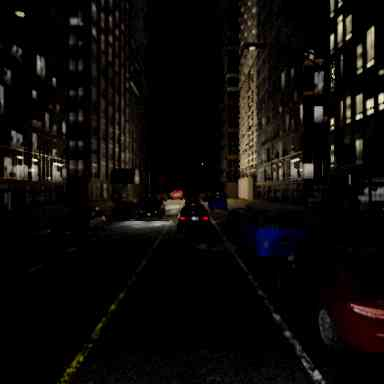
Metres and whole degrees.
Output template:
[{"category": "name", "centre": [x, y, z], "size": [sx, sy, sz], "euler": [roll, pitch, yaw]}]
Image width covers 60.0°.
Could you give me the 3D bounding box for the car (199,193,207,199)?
[{"category": "car", "centre": [2.699, 0.950, 85.626], "size": [1.887, 1.381, 4.507], "euler": [0, 0, 0]}]

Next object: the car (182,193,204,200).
[{"category": "car", "centre": [0.105, 1.227, 38.603], "size": [1.882, 1.535, 5.008], "euler": [0, 0, 0]}]

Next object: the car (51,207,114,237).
[{"category": "car", "centre": [-5.690, 1.457, 17.251], "size": [1.947, 1.339, 4.313], "euler": [0, 0, 0]}]

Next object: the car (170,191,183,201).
[{"category": "car", "centre": [-2.995, 0.755, 67.679], "size": [2.150, 2.045, 5.566], "euler": [0, 0, 0]}]

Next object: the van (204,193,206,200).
[{"category": "van", "centre": [2.693, 1.080, 40.041], "size": [1.690, 1.788, 3.998], "euler": [0, 0, 0]}]

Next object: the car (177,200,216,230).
[{"category": "car", "centre": [0.102, 1.422, 19.829], "size": [2.033, 1.411, 5.357], "euler": [0, 0, 0]}]

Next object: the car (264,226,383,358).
[{"category": "car", "centre": [2.689, 1.546, 5.852], "size": [1.802, 1.307, 4.206], "euler": [0, 0, 0]}]

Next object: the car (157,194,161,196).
[{"category": "car", "centre": [-5.686, 1.282, 45.743], "size": [1.802, 1.307, 4.206], "euler": [0, 0, 0]}]

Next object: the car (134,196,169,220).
[{"category": "car", "centre": [-3.096, 1.336, 26.307], "size": [1.837, 1.490, 4.892], "euler": [0, 0, 0]}]

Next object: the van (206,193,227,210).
[{"category": "van", "centre": [2.693, 1.119, 34.341], "size": [1.690, 1.788, 3.998], "euler": [0, 0, 0]}]

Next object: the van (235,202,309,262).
[{"category": "van", "centre": [2.689, 1.269, 11.549], "size": [1.690, 1.788, 3.998], "euler": [0, 0, 0]}]

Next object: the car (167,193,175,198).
[{"category": "car", "centre": [-5.681, 0.913, 91.326], "size": [2.008, 1.369, 4.403], "euler": [0, 0, 0]}]

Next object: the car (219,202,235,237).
[{"category": "car", "centre": [2.691, 1.436, 17.248], "size": [1.887, 1.381, 4.507], "euler": [0, 0, 0]}]

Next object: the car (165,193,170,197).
[{"category": "car", "centre": [-5.684, 1.014, 62.836], "size": [1.967, 1.590, 4.097], "euler": [0, 0, 0]}]

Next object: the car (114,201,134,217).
[{"category": "car", "centre": [-5.689, 1.398, 28.647], "size": [1.802, 1.307, 4.206], "euler": [0, 0, 0]}]

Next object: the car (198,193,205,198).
[{"category": "car", "centre": [2.700, 0.944, 91.324], "size": [1.802, 1.307, 4.206], "euler": [0, 0, 0]}]

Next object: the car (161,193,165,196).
[{"category": "car", "centre": [-5.686, 1.209, 51.440], "size": [2.008, 1.369, 4.403], "euler": [0, 0, 0]}]
